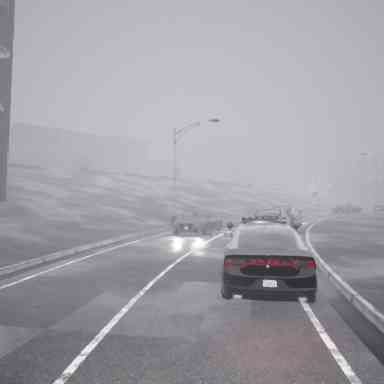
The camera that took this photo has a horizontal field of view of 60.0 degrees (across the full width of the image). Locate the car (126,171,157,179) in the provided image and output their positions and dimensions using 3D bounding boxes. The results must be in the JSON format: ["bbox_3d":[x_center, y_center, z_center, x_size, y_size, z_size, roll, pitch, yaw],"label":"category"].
[{"bbox_3d":[-8.690,-2.482,52.898,4.892,1.521,2.231,3,-5,-39],"label":"car"}]

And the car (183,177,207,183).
[{"bbox_3d":[-0.290,-1.964,60.129,5.008,1.535,2.097,4,-5,-41],"label":"car"}]

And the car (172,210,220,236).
[{"bbox_3d":[0.391,1.782,19.853,1.994,1.385,4.181,-2,-1,21],"label":"car"}]

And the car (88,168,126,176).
[{"bbox_3d":[-12.974,-2.710,49.425,4.892,1.521,2.231,3,-5,-39],"label":"car"}]

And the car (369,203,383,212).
[{"bbox_3d":[32.538,2.675,56.823,5.357,1.411,2.033,2,-4,-38],"label":"car"}]

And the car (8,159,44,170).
[{"bbox_3d":[-21.476,-3.264,42.559,4.553,1.767,2.185,3,-5,-39],"label":"car"}]

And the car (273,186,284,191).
[{"bbox_3d":[19.341,-0.644,79.793,2.185,1.767,4.553,-4,-6,42],"label":"car"}]

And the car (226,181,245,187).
[{"bbox_3d":[7.897,-1.377,67.825,4.792,1.488,2.163,4,-6,-44],"label":"car"}]

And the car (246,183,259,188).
[{"bbox_3d":[11.795,-1.085,71.722,2.002,1.452,4.674,-4,-6,45],"label":"car"}]

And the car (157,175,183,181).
[{"bbox_3d":[-4.451,-2.189,56.466,4.674,1.452,2.002,3,-5,-40],"label":"car"}]

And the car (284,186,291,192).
[{"bbox_3d":[23.049,-0.422,83.999,2.435,2.045,5.566,-4,-6,41],"label":"car"}]

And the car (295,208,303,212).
[{"bbox_3d":[6.400,1.680,22.943,1.837,1.490,4.892,-2,-1,25],"label":"car"}]

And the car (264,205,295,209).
[{"bbox_3d":[4.228,1.613,17.642,1.837,1.490,4.892,-1,-1,19],"label":"car"}]

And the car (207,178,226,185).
[{"bbox_3d":[3.775,-1.819,63.869,4.553,1.767,2.185,4,-6,-42],"label":"car"}]

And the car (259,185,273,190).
[{"bbox_3d":[15.540,-0.839,75.635,2.231,1.521,4.892,-4,-6,44],"label":"car"}]

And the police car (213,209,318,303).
[{"bbox_3d":[1.839,1.452,8.516,1.930,1.638,5.238,-1,0,10],"label":"police car"}]

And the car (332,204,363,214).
[{"bbox_3d":[19.697,2.148,42.054,4.718,1.301,1.895,1,-4,-40],"label":"car"}]

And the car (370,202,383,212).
[{"bbox_3d":[28.555,2.274,49.319,4.674,1.442,1.812,1,-4,-38],"label":"car"}]
